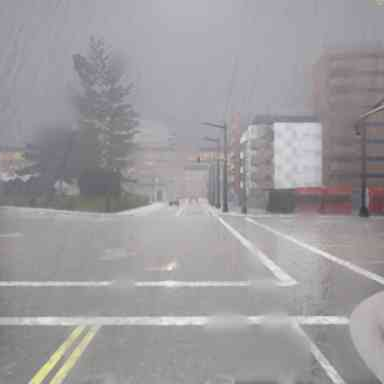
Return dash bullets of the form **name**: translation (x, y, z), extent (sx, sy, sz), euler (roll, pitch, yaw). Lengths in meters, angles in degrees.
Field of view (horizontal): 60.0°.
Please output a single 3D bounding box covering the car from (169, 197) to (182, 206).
- **car**: translation (-3.434, 1.931, 64.272), extent (1.882, 1.535, 5.008), euler (0, 0, 1)
